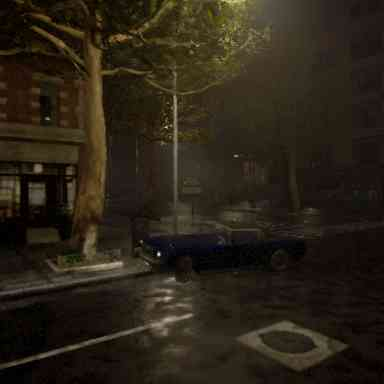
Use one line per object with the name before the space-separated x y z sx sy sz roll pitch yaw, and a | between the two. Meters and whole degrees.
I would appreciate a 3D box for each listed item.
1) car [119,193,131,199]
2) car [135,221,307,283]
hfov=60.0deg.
car | -16.616 1.080 85.873 4.674 1.452 2.002 0 0 -36
car | 0.851 1.545 9.460 4.718 1.301 1.895 1 2 -25
